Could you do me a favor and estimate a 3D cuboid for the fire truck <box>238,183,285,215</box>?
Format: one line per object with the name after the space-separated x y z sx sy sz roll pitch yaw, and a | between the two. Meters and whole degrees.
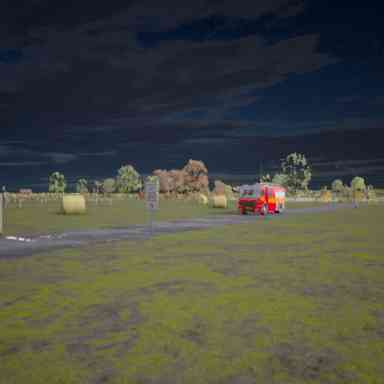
8.910 0.842 41.797 2.891 3.827 8.468 -1 -1 35 | fire truck
